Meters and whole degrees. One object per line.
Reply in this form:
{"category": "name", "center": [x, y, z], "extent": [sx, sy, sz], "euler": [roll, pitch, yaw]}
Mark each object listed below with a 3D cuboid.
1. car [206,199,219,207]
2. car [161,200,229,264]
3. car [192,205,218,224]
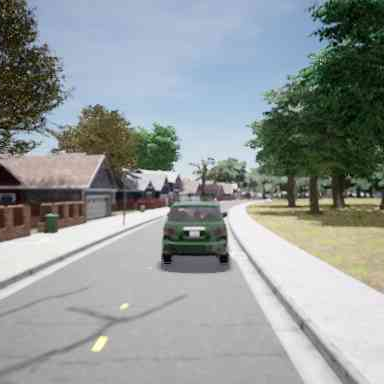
{"category": "car", "center": [4.085, 2.168, 66.084], "extent": [1.895, 1.301, 4.718], "euler": [0, 0, 12]}
{"category": "car", "center": [0.186, 1.342, 12.520], "extent": [2.150, 2.045, 5.566], "euler": [0, 0, 3]}
{"category": "car", "center": [1.187, 1.821, 28.204], "extent": [1.994, 1.385, 4.181], "euler": [0, 0, 6]}
